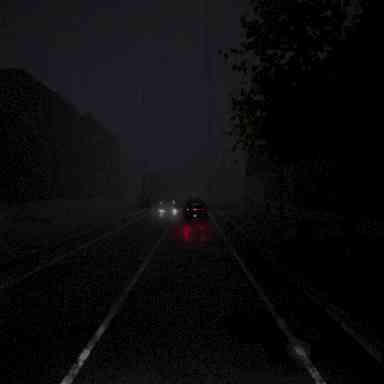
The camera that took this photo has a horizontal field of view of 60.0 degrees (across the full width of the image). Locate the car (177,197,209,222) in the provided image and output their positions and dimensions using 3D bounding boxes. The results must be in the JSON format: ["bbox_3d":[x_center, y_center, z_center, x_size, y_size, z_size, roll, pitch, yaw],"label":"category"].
[{"bbox_3d":[0.224,1.406,25.210,2.128,1.511,4.902,0,0,0],"label":"car"}]

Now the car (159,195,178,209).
[{"bbox_3d":[-2.886,1.196,41.226,2.097,1.767,4.553,0,0,0],"label":"car"}]

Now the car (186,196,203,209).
[{"bbox_3d":[0.312,1.333,42.845,2.128,1.511,4.902,0,0,0],"label":"car"}]
